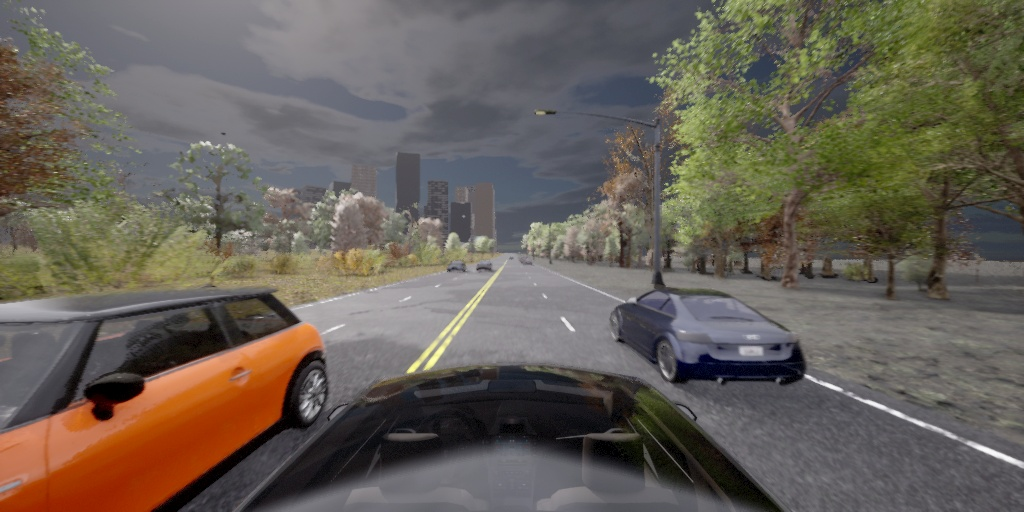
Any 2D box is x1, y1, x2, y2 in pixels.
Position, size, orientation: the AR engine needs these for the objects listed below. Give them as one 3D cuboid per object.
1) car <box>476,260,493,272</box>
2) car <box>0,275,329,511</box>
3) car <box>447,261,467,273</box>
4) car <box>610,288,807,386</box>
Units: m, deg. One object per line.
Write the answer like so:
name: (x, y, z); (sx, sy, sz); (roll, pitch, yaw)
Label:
car: (-3.330, 1.240, 44.382); (2.033, 1.411, 5.357); (0, 0, 1)
car: (-3.347, 1.101, 2.579); (2.097, 1.767, 4.553); (0, 0, 0)
car: (-6.582, 1.259, 43.170); (1.994, 1.385, 4.181); (0, 0, 0)
car: (3.349, 1.306, 7.037); (1.994, 1.385, 4.181); (0, 0, 0)
